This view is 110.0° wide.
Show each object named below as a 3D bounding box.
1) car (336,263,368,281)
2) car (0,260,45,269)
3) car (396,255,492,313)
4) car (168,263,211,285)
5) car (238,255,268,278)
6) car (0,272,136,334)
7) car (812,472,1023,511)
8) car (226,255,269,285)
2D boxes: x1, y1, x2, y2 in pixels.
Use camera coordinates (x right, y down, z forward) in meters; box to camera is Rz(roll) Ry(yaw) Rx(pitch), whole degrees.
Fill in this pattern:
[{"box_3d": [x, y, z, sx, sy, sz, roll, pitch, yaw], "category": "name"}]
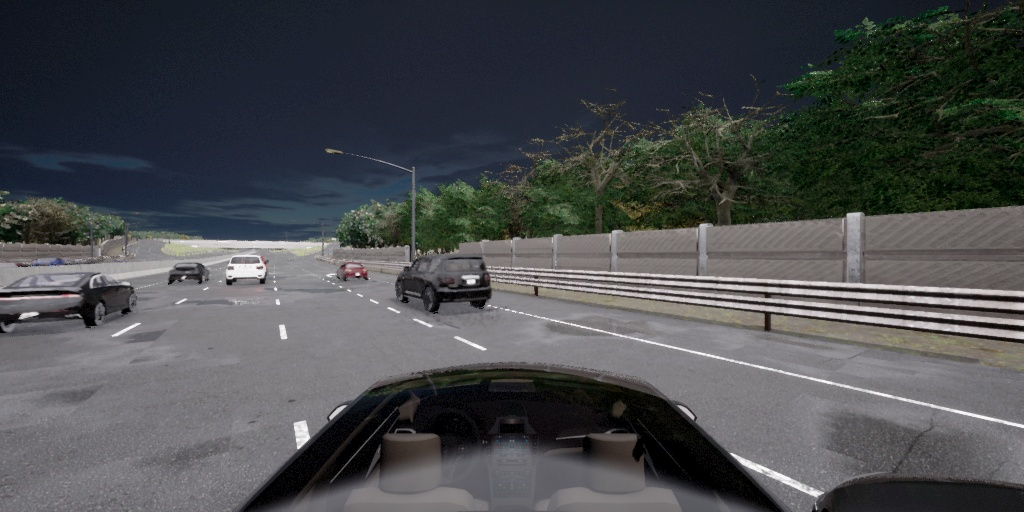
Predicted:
[{"box_3d": [-13.276, 1.263, 29.763, 1.812, 1.442, 4.674, 0, 0, -34], "category": "car"}, {"box_3d": [-35.823, 1.251, 25.329, 1.812, 1.442, 4.674, 0, 0, -34], "category": "car"}, {"box_3d": [-2.893, 0.969, 14.352, 2.150, 2.045, 5.566, 0, 0, -34], "category": "car"}, {"box_3d": [-23.640, 1.235, 26.364, 1.837, 1.490, 4.892, 0, -1, -34], "category": "car"}, {"box_3d": [-25.265, 0.947, 35.094, 2.150, 2.045, 5.566, 0, 0, -34], "category": "car"}, {"box_3d": [-13.127, 1.238, 10.743, 2.128, 1.511, 4.902, 0, 0, -34], "category": "car"}, {"box_3d": [2.987, 1.315, 0.391, 4.181, 1.385, 1.994, 0, 0, 34], "category": "car"}, {"box_3d": [-19.273, 0.957, 26.139, 2.150, 2.045, 5.566, 0, 0, -34], "category": "car"}]
